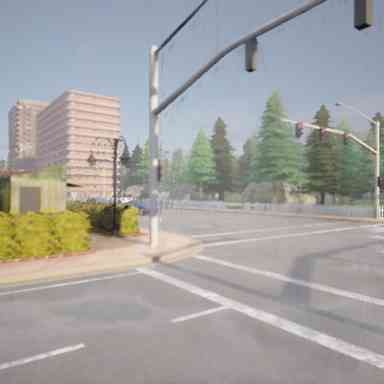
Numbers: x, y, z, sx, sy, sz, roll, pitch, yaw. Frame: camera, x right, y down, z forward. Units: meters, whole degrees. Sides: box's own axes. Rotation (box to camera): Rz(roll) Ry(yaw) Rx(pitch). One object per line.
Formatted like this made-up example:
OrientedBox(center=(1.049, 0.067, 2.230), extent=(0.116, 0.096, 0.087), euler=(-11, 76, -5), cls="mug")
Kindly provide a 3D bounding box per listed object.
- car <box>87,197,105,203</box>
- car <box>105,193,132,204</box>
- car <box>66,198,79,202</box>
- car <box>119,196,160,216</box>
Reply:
OrientedBox(center=(-17.692, 1.566, 61.206), extent=(2.033, 1.411, 5.357), euler=(0, 0, -37), cls="car")
OrientedBox(center=(-11.252, 1.239, 52.712), extent=(2.150, 2.045, 5.566), euler=(0, 0, -36), cls="car")
OrientedBox(center=(-19.026, 1.614, 51.308), extent=(1.895, 1.301, 4.718), euler=(0, 0, -37), cls="car")
OrientedBox(center=(-4.971, 1.489, 32.465), extent=(1.882, 1.535, 5.008), euler=(0, 0, -37), cls="car")
